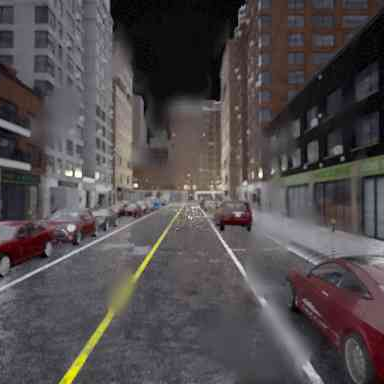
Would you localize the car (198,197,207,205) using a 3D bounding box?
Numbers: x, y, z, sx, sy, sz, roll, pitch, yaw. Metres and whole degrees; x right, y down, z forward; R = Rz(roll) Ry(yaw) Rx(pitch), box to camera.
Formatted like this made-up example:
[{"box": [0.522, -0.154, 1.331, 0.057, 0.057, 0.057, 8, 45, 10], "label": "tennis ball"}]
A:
[{"box": [2.451, 2.008, 76.242, 1.967, 1.590, 4.097, 0, -1, 0], "label": "car"}]

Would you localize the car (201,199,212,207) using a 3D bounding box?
[{"box": [2.500, 1.940, 59.964, 1.752, 1.417, 4.829, 0, -1, 0], "label": "car"}]

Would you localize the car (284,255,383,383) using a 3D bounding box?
[{"box": [2.669, 1.602, 4.970, 1.802, 1.307, 4.206, 1, 0, 0], "label": "car"}]

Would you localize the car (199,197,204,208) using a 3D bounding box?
[{"box": [2.533, 1.867, 48.829, 2.008, 1.369, 4.403, 0, -1, 0], "label": "car"}]

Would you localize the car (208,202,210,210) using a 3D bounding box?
[{"box": [2.602, 1.703, 26.900, 2.008, 1.369, 4.403, 1, 0, 0], "label": "car"}]

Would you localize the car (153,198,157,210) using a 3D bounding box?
[{"box": [-5.973, 1.813, 43.154, 1.752, 1.417, 4.829, 1, 0, 0], "label": "car"}]

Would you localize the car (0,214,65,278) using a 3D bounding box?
[{"box": [-5.872, 1.613, 10.433, 1.887, 1.381, 4.507, 1, 0, 0], "label": "car"}]

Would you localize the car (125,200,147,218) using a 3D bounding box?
[{"box": [-5.940, 1.751, 32.360, 1.887, 1.381, 4.507, 1, 0, 0], "label": "car"}]

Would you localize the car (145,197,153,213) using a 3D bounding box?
[{"box": [-5.956, 1.687, 37.844, 1.967, 1.590, 4.097, 1, 0, 0], "label": "car"}]

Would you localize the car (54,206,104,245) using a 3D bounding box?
[{"box": [-5.888, 1.541, 15.916, 1.967, 1.590, 4.097, 1, 0, 0], "label": "car"}]

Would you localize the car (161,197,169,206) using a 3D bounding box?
[{"box": [-6.042, 2.048, 65.252, 1.947, 1.339, 4.313, 0, -1, 0], "label": "car"}]

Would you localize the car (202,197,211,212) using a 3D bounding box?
[{"box": [2.550, 1.798, 43.516, 1.752, 1.417, 4.829, 0, 0, 0], "label": "car"}]

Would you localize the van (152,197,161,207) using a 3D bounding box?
[{"box": [-5.989, 1.675, 48.808, 1.690, 1.788, 3.998, 1, 0, 0], "label": "van"}]

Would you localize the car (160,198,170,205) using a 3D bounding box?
[{"box": [-6.075, 2.130, 76.216, 1.887, 1.381, 4.507, 0, -1, 0], "label": "car"}]

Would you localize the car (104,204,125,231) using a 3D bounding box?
[{"box": [-5.906, 1.685, 21.397, 2.008, 1.369, 4.403, 1, 0, 0], "label": "car"}]

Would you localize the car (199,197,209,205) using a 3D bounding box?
[{"box": [2.468, 1.956, 70.760, 1.967, 1.590, 4.097, 0, -1, 0], "label": "car"}]

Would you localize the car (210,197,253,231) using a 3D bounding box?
[{"box": [2.621, 1.432, 21.419, 2.192, 1.841, 5.009, 1, 0, 0], "label": "car"}]

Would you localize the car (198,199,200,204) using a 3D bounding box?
[{"box": [2.519, 1.679, 54.313, 2.192, 1.841, 5.009, 0, -1, 0], "label": "car"}]
